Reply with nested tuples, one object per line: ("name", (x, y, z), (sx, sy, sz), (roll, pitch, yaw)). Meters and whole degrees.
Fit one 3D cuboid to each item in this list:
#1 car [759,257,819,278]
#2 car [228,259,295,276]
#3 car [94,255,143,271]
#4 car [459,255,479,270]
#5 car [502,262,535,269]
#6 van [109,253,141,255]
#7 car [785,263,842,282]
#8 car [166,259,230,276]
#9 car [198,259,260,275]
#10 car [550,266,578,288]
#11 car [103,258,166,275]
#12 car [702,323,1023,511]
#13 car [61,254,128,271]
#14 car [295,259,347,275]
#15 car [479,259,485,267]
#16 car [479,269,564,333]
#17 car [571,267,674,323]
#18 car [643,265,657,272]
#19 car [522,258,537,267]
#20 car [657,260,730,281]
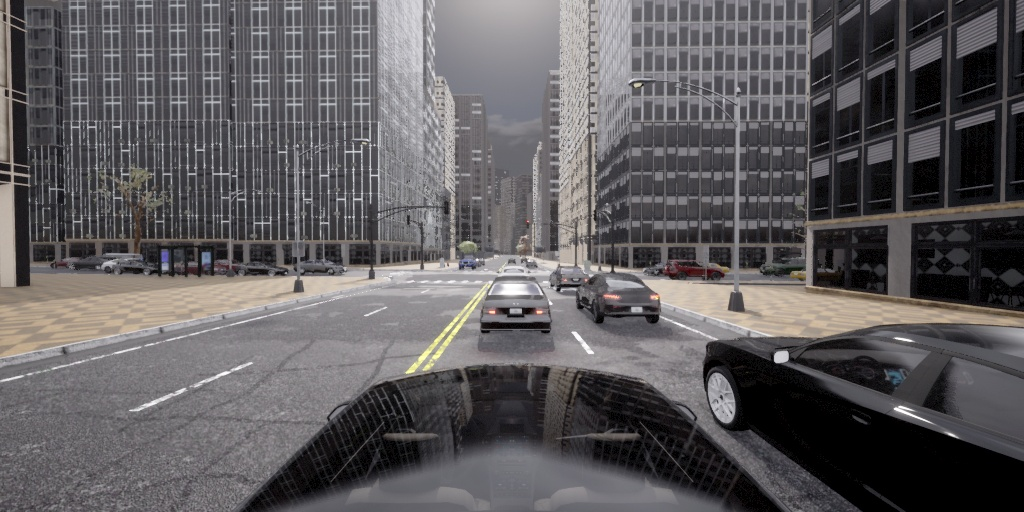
("car", (29.230, 1.187, 37.690), (5.566, 2.045, 2.150), (-1, 1, 1))
("car", (-22.745, 1.173, 32.651), (4.313, 1.339, 1.948), (0, 0, 1))
("car", (-37.960, 0.951, 35.668), (4.674, 1.442, 1.812), (1, 1, 2))
("car", (-6.621, 0.935, 53.870), (2.150, 2.045, 5.566), (0, 0, 0))
("car", (0.092, 1.266, 20.228), (1.812, 1.442, 4.674), (0, 0, 0))
("van", (-45.305, 0.605, 41.608), (3.998, 1.789, 1.690), (0, 0, 1))
("car", (27.629, 1.578, 31.949), (4.829, 1.417, 1.751), (0, 0, 1))
("car", (-28.429, 1.138, 32.782), (4.207, 1.307, 1.802), (0, 0, 1))
("car", (-27.910, 1.042, 35.460), (4.674, 1.442, 1.812), (1, 1, 1))
("car", (3.344, 1.287, 21.317), (2.033, 1.411, 5.357), (0, 0, 0))
("car", (-34.109, 1.069, 32.953), (4.313, 1.339, 1.948), (0, 0, 1))
("car", (3.345, 1.227, 2.560), (1.882, 1.535, 5.008), (0, 0, 0))
("car", (-45.278, 0.812, 39.006), (4.892, 1.490, 1.837), (1, 1, 1))
("car", (-18.814, 1.091, 35.279), (4.902, 1.511, 2.128), (1, 1, 1))
("car", (-6.591, 1.193, 63.788), (2.128, 1.511, 4.902), (0, 0, 0))
("car", (0.098, 1.294, 10.637), (2.033, 1.411, 5.357), (0, 0, 0))
("car", (3.347, 1.271, 11.906), (1.812, 1.442, 4.674), (0, 0, 0))
("car", (16.431, 1.353, 37.916), (4.902, 1.511, 2.128), (1, 1, 1))
("car", (3.307, 1.251, 62.210), (2.033, 1.411, 5.357), (0, 0, 0))
("car", (16.180, 1.268, 32.141), (5.009, 1.841, 2.192), (0, 0, 1))
